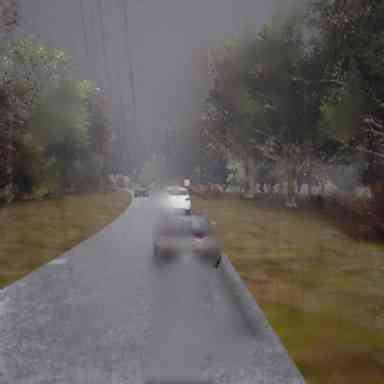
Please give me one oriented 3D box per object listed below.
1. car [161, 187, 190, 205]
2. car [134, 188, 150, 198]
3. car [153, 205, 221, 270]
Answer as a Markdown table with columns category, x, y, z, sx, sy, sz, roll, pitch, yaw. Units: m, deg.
| category | x | y | z | sx | sy | sz | roll | pitch | yaw |
| --- | --- | --- | --- | --- | --- | --- | --- | --- | --- |
| car | -1.407 | 0.606 | 27.941 | 2.150 | 2.045 | 5.566 | 0 | 3 | -6 |
| car | -6.789 | 0.091 | 44.999 | 1.994 | 1.385 | 4.181 | 1 | 2 | -10 |
| car | -0.185 | 1.396 | 10.721 | 2.128 | 1.511 | 4.902 | 0 | 1 | -2 |
